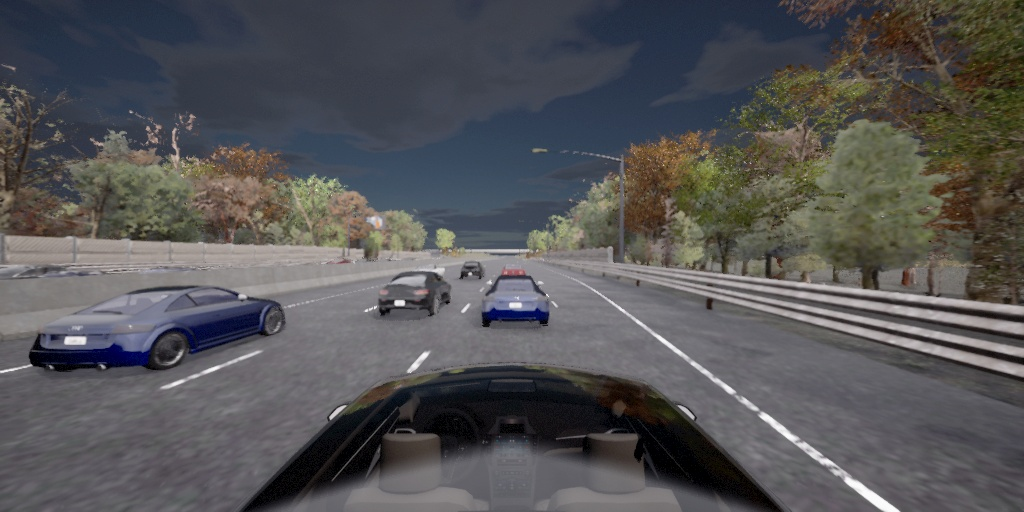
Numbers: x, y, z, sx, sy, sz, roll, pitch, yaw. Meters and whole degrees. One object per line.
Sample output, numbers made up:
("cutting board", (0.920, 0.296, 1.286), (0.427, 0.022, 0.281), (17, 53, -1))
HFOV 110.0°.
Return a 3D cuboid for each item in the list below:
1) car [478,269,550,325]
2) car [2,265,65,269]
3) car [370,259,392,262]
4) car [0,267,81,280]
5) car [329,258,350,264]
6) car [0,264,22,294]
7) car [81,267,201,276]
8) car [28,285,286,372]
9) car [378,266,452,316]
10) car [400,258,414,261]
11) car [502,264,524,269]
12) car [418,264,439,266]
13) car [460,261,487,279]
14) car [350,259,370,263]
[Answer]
("car", (0.097, 1.298, 11.717), (1.994, 1.385, 4.181), (0, 0, 0))
("car", (-24.600, 1.232, 18.164), (1.837, 1.490, 4.892), (0, 0, 0))
("car", (-21.036, 1.207, 58.980), (1.837, 1.490, 4.892), (0, 0, 1))
("car", (-21.101, 1.329, 16.960), (1.895, 1.301, 4.718), (0, 0, 0))
("car", (-28.023, 1.182, 58.742), (1.882, 1.535, 5.008), (0, 0, 0))
("car", (-27.645, 1.220, 17.040), (2.128, 1.511, 4.902), (0, 0, -2))
("car", (-17.601, 1.274, 18.250), (2.033, 1.411, 5.357), (0, 0, 0))
("car", (-6.905, 1.304, 7.678), (1.994, 1.385, 4.181), (0, 0, 0))
("car", (-3.402, 1.258, 13.174), (1.812, 1.442, 4.674), (0, 0, 0))
("car", (-17.536, 1.055, 59.911), (2.097, 1.767, 4.553), (0, 0, 1))
("car", (0.098, 1.315, 30.008), (1.895, 1.301, 4.718), (0, 0, 0))
("car", (-6.902, 1.315, 30.020), (1.895, 1.301, 4.718), (0, 0, 0))
("car", (-3.401, 1.218, 31.577), (1.837, 1.490, 4.892), (0, 0, 0))
("car", (-24.529, 1.207, 59.653), (1.837, 1.490, 4.892), (0, 0, 1))
